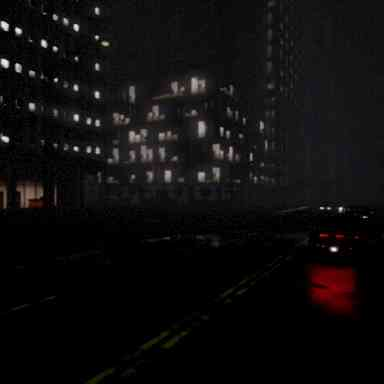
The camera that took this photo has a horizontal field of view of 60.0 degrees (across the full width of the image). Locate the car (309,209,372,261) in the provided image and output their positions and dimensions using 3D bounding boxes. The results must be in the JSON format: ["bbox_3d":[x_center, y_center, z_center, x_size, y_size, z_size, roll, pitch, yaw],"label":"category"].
[{"bbox_3d":[5.868,1.631,13.087,1.837,1.490,4.892,0,0,29],"label":"car"}]

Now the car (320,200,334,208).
[{"bbox_3d":[24.732,2.103,60.896,2.033,1.411,5.357,0,0,29],"label":"car"}]

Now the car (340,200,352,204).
[{"bbox_3d":[27.576,2.098,59.348,1.812,1.442,4.674,0,0,29],"label":"car"}]

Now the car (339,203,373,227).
[{"bbox_3d":[12.626,1.799,25.382,2.033,1.411,5.357,0,0,29],"label":"car"}]
